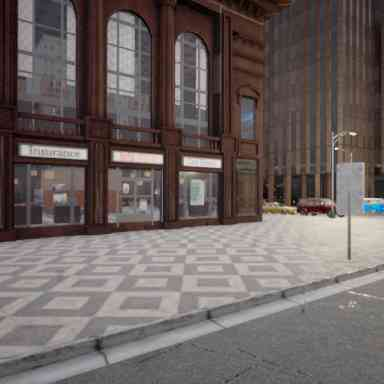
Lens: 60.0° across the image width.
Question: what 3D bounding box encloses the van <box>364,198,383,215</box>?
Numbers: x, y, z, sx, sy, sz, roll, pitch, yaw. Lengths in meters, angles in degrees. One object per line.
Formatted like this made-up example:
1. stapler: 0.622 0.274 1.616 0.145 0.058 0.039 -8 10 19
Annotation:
1. van: 19.635 1.587 37.582 1.690 1.788 3.998 -1 0 -35

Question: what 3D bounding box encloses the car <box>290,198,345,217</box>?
1. car: 12.672 1.520 32.661 2.192 1.841 5.009 0 0 -35

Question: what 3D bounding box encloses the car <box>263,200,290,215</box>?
1. car: 9.532 1.797 37.118 1.752 1.417 4.829 0 0 -35

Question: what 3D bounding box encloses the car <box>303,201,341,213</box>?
1. car: 16.397 1.896 42.177 1.802 1.307 4.206 -1 0 -35

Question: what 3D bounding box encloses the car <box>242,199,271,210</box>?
1. car: 9.913 1.890 51.369 1.967 1.590 4.097 -1 0 -35
